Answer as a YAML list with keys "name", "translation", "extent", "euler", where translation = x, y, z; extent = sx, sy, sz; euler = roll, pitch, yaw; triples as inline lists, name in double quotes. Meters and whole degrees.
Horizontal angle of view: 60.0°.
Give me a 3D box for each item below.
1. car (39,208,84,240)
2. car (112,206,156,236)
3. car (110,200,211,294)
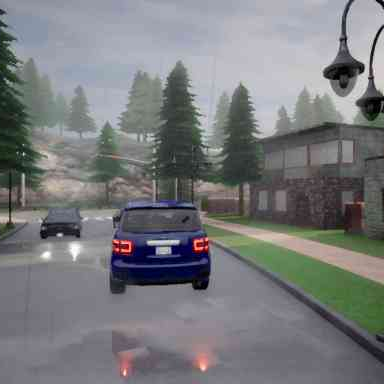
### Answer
- name: "car"
  translation: [-6.717, 1.547, 17.495]
  extent: [2.033, 1.411, 5.357]
  euler: [0, 0, -17]
- name: "car"
  translation: [-3.535, 1.601, 19.482]
  extent: [1.895, 1.301, 4.718]
  euler: [0, 0, -18]
- name: "car"
  translation: [-0.977, 1.221, 9.049]
  extent: [2.150, 2.045, 5.566]
  euler: [0, 0, -9]
